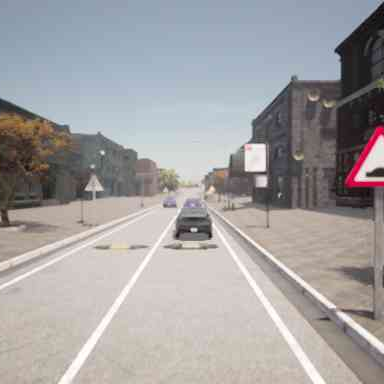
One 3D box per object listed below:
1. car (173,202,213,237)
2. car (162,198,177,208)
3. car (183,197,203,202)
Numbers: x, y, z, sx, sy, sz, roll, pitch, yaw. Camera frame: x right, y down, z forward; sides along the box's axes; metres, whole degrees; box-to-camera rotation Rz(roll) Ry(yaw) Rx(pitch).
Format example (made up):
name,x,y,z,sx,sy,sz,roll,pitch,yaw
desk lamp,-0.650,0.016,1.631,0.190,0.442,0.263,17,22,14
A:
name,x,y,z,sx,sy,sz,roll,pitch,yaw
car,0.091,1.519,17.963,1.837,1.490,4.892,0,0,0
car,-3.079,1.521,47.163,1.812,1.442,4.674,0,0,0
car,0.095,1.366,36.994,2.097,1.767,4.553,0,0,0
